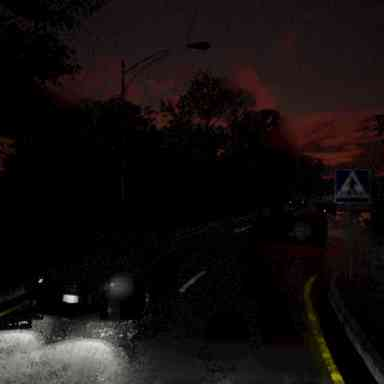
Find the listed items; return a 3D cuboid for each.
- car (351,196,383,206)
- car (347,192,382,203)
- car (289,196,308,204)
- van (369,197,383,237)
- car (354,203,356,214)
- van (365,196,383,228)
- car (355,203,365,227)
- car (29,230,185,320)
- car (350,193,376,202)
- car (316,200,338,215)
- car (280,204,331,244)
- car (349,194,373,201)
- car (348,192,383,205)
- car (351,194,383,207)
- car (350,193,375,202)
[{"bbox_3d":[29.384,1.473,55.588,4.674,1.452,2.002,1,1,5],"label":"car"},{"bbox_3d":[34.439,1.119,66.464,5.566,2.045,2.435,1,1,5],"label":"car"},{"bbox_3d":[14.633,1.323,45.757,2.097,1.767,4.553,1,1,25],"label":"car"},{"bbox_3d":[10.694,1.404,14.679,4.442,1.987,1.878,1,0,4],"label":"van"},{"bbox_3d":[14.462,1.673,22.869,5.366,1.575,1.946,1,0,5],"label":"car"},{"bbox_3d":[11.929,1.422,17.414,4.442,1.987,1.878,1,0,4],"label":"van"},{"bbox_3d":[13.045,1.663,20.144,5.008,1.535,2.097,1,1,4],"label":"car"},{"bbox_3d":[-1.533,1.575,7.394,1.994,1.385,4.181,0,0,13],"label":"car"},{"bbox_3d":[36.972,1.218,71.919,4.553,1.767,2.185,1,0,5],"label":"car"},{"bbox_3d":[14.066,1.581,34.904,1.837,1.490,4.892,0,1,25],"label":"car"},{"bbox_3d":[5.678,1.576,16.605,1.882,1.535,5.008,0,0,24],"label":"car"},{"bbox_3d":[42.064,1.301,82.809,5.008,1.535,2.097,1,0,5],"label":"car"},{"bbox_3d":[30.638,1.165,58.288,5.566,2.045,2.435,1,1,5],"label":"car"},{"bbox_3d":[28.153,1.326,52.855,4.553,1.767,2.185,1,1,5],"label":"car"},{"bbox_3d":[38.240,1.207,74.640,4.553,1.767,2.185,1,0,5],"label":"car"}]
